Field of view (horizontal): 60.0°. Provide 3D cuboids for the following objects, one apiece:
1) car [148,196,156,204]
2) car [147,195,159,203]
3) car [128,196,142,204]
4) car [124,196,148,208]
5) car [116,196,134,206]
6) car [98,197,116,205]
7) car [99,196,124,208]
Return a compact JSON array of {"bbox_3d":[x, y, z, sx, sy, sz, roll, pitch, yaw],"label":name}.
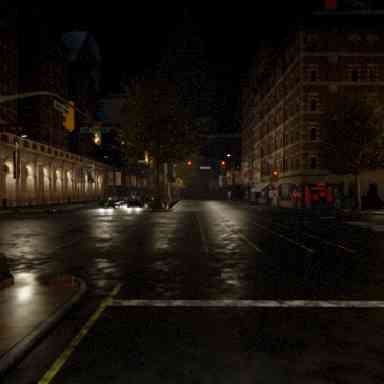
[{"bbox_3d":[-7.964,1.505,57.805,1.837,1.490,4.892,0,0,0],"label":"car"},{"bbox_3d":[-7.958,1.477,68.146,1.882,1.535,5.008,0,0,0],"label":"car"},{"bbox_3d":[-11.458,1.491,67.318,2.128,1.511,4.902,0,0,0],"label":"car"},{"bbox_3d":[-7.990,1.564,47.620,1.994,1.385,4.181,0,0,1],"label":"car"},{"bbox_3d":[-11.465,1.491,57.242,2.128,1.511,4.902,0,0,0],"label":"car"},{"bbox_3d":[-14.714,1.595,57.804,1.895,1.301,4.718,0,0,0],"label":"car"},{"bbox_3d":[-11.491,1.491,47.250,2.128,1.511,4.902,0,0,0],"label":"car"}]
